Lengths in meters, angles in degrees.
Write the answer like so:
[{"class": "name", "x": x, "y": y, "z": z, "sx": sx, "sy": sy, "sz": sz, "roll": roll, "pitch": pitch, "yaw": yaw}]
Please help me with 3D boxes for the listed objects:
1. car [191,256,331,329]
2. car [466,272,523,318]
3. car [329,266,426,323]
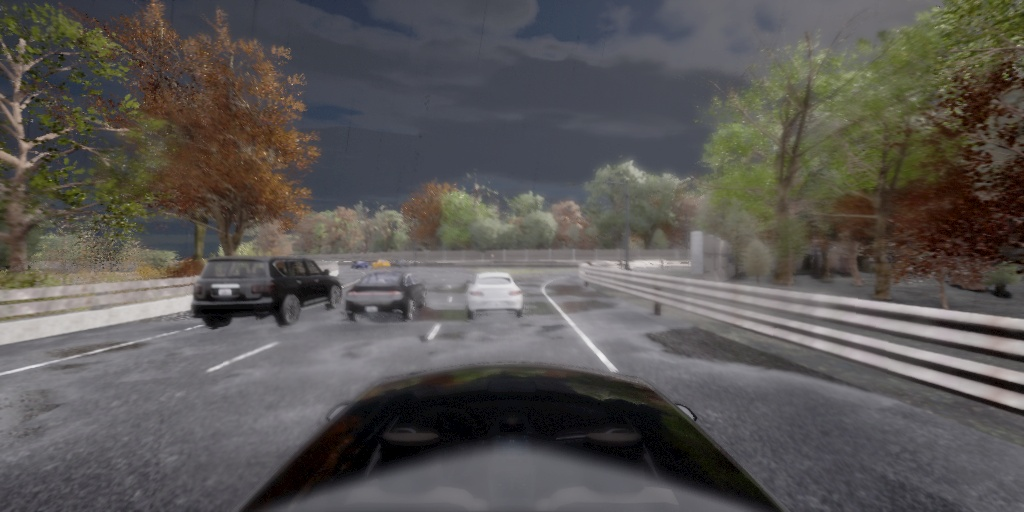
[{"class": "car", "x": -7.547, "y": 1.031, "z": 11.775, "sx": 2.150, "sy": 2.045, "sz": 5.566, "roll": 0, "pitch": 0, "yaw": -6}, {"class": "car", "x": -0.692, "y": 1.306, "z": 13.130, "sx": 1.812, "sy": 1.442, "sz": 4.674, "roll": 0, "pitch": 0, "yaw": -6}, {"class": "car", "x": -4.148, "y": 1.286, "z": 12.406, "sx": 2.128, "sy": 1.511, "sz": 4.902, "roll": 0, "pitch": 0, "yaw": -6}]
